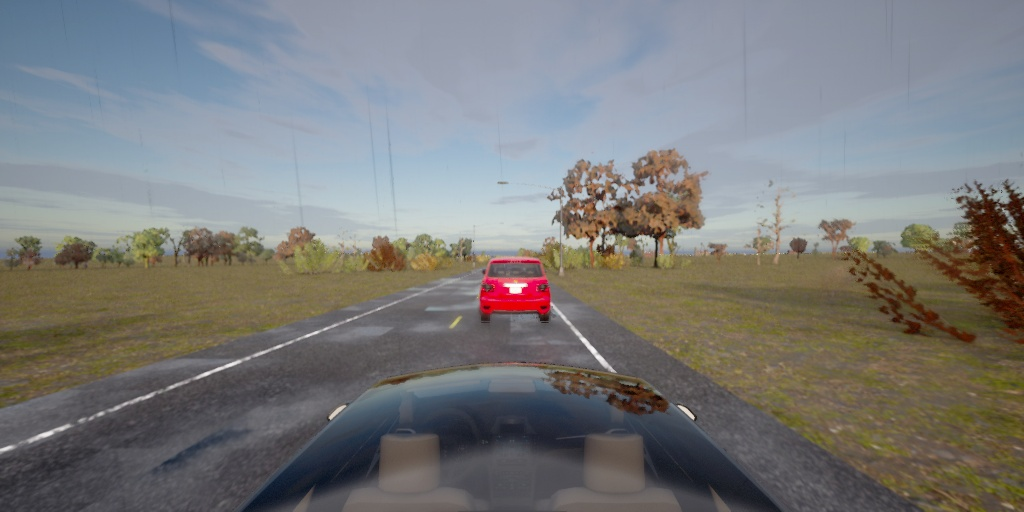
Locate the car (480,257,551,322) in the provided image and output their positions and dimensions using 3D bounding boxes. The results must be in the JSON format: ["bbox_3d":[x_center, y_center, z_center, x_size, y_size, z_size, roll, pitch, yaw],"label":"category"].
[{"bbox_3d":[0.092,1.054,12.724,2.150,2.045,5.566,0,0,0],"label":"car"}]

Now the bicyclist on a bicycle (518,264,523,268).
[{"bbox_3d":[0.952,1.391,39.128,0.659,1.776,1.843,0,0,0],"label":"bicyclist on a bicycle"}]
